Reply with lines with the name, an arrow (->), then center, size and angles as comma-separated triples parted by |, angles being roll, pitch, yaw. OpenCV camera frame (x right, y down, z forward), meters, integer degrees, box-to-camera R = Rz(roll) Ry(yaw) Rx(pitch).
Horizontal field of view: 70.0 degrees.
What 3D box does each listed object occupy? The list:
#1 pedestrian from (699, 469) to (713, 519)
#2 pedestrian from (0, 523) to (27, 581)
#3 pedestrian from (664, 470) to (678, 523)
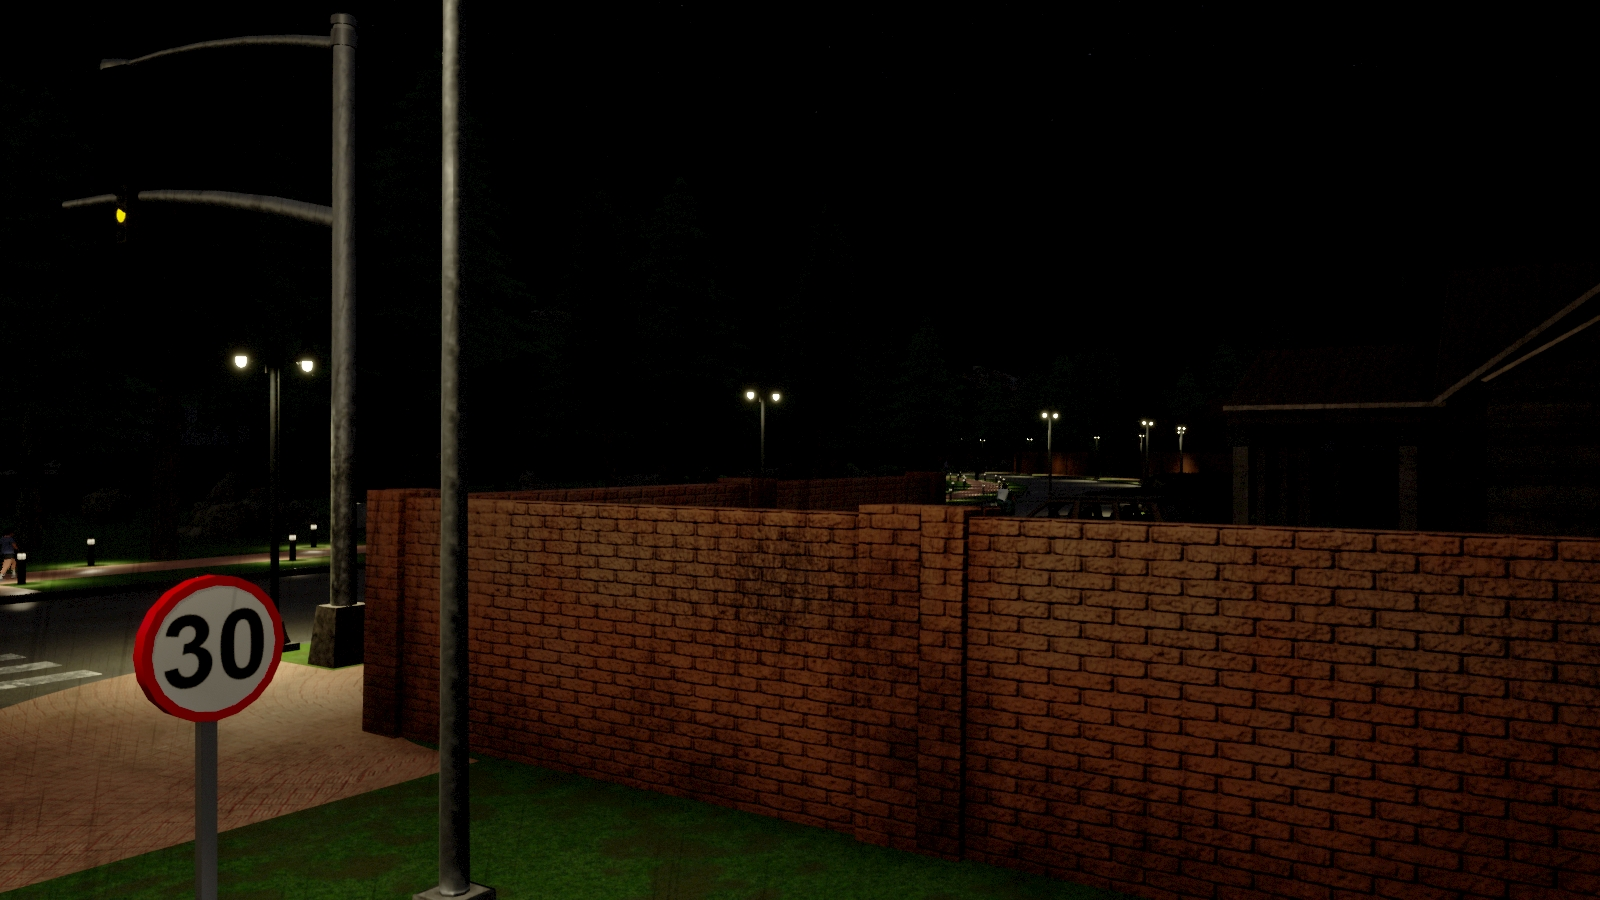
pedestrian -> -3.566, 1.662, 43.437 | 0.375, 1.860, 0.375 | 0, 0, 29
pedestrian -> -15.912, 2.044, 22.916 | 0.500, 1.100, 0.500 | 0, 0, 24
pedestrian -> -4.609, 1.665, 40.835 | 0.375, 1.860, 0.375 | 0, 0, 44
